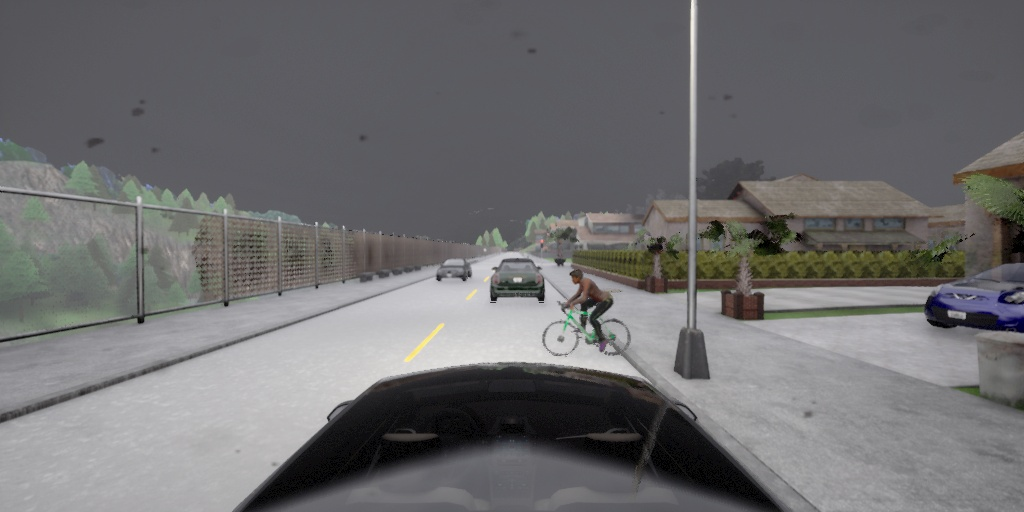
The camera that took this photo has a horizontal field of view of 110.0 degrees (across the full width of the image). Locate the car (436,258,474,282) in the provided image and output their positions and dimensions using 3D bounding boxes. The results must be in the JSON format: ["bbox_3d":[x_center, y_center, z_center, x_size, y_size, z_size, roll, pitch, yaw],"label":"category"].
[{"bbox_3d":[-3.803,0.894,24.238,1.812,1.442,4.674,0,1,1],"label":"car"}]

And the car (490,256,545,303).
[{"bbox_3d":[0.217,0.872,15.313,2.097,1.767,4.553,0,1,0],"label":"car"}]

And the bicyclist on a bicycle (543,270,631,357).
[{"bbox_3d":[1.384,1.074,6.699,1.656,1.620,0.582,-2,1,1],"label":"bicyclist on a bicycle"}]
